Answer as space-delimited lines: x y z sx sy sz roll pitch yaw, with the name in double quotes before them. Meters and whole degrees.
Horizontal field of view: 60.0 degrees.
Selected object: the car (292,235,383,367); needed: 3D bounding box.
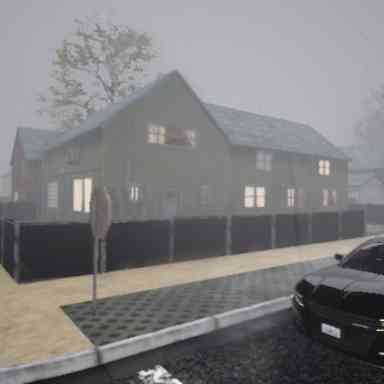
"car" 3.791 1.519 5.746 5.008 1.535 1.882 0 0 -36
